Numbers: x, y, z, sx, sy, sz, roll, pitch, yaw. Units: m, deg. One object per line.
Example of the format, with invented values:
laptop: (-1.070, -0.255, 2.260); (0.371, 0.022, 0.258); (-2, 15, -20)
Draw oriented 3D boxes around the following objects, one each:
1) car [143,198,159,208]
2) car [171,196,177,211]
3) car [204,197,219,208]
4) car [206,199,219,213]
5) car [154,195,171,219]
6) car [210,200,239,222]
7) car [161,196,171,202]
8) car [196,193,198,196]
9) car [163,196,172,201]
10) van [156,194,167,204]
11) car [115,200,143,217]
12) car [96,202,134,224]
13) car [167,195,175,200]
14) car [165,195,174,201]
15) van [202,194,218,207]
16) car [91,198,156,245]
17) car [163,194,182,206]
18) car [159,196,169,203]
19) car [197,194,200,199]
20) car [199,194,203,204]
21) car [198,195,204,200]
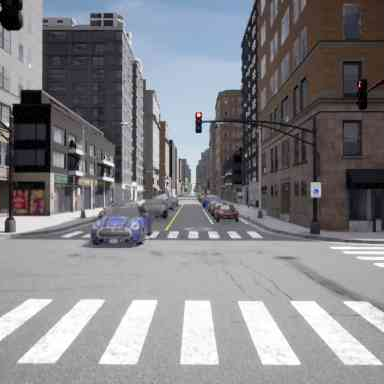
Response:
car: (-5.929, 1.596, 48.665); (1.802, 1.307, 4.206); (1, 0, 0)
car: (-3.158, 1.573, 39.868); (1.994, 1.385, 4.181); (0, 0, 0)
car: (2.615, 1.591, 37.325); (1.802, 1.307, 4.206); (1, 0, 0)
car: (2.624, 1.589, 31.651); (1.802, 1.307, 4.206); (1, 0, 0)
car: (-3.152, 1.359, 28.761); (2.097, 1.767, 4.553); (0, 0, -2)
car: (2.634, 1.587, 25.978); (1.802, 1.307, 4.206); (1, 0, 0)
car: (-5.975, 1.581, 77.029); (2.008, 1.369, 4.403); (1, 0, 0)
car: (2.543, 1.348, 82.712); (2.192, 1.841, 5.009); (1, 0, 0)
car: (-5.985, 1.599, 82.702); (1.947, 1.339, 4.313); (1, 0, 0)
van: (-5.955, 1.364, 65.683); (1.690, 1.788, 3.998); (1, 0, 0)
car: (-5.901, 1.552, 31.646); (1.887, 1.381, 4.507); (1, 0, 0)
car: (-5.892, 1.550, 25.973); (1.887, 1.381, 4.507); (1, 0, 0)
car: (-6.003, 1.584, 94.048); (1.887, 1.381, 4.507); (1, 0, 0)
car: (-5.994, 1.602, 88.375); (1.947, 1.339, 4.313); (1, 0, 0)
van: (2.608, 1.352, 42.999); (1.690, 1.788, 3.998); (1, 0, 0)
car: (-3.115, 1.361, 15.473); (2.097, 1.767, 4.553); (0, 0, 0)
car: (-3.147, 1.506, 52.979); (2.128, 1.511, 4.902); (0, 0, 0)
car: (-5.966, 1.609, 71.356); (1.802, 1.307, 4.206); (1, 0, 0)
car: (2.559, 1.592, 71.365); (1.947, 1.339, 4.313); (1, 0, 0)
car: (2.599, 1.329, 48.672); (2.192, 1.841, 5.009); (1, 0, 0)
car: (2.523, 1.564, 94.229); (1.752, 1.417, 4.829); (1, 0, 0)
